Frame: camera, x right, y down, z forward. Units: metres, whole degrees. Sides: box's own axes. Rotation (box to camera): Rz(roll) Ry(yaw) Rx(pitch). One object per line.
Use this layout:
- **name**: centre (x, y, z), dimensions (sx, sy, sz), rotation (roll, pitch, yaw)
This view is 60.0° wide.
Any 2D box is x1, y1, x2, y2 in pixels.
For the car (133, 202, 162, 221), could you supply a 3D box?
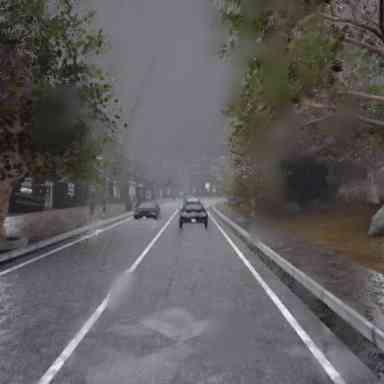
- **car**: centre (-3.611, 1.560, 27.898), dimensions (2.033, 1.411, 5.357), rotation (0, 0, 0)

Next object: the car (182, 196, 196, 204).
- **car**: centre (-0.642, 1.548, 68.574), dimensions (1.837, 1.490, 4.892), rotation (-1, 0, 11)

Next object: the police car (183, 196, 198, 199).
- **police car**: centre (0.164, 1.441, 41.627), dimensions (1.930, 1.638, 5.238), rotation (0, 0, 1)

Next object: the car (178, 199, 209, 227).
- **car**: centre (0.092, 1.502, 22.577), dimensions (2.128, 1.511, 4.902), rotation (0, 0, 0)
